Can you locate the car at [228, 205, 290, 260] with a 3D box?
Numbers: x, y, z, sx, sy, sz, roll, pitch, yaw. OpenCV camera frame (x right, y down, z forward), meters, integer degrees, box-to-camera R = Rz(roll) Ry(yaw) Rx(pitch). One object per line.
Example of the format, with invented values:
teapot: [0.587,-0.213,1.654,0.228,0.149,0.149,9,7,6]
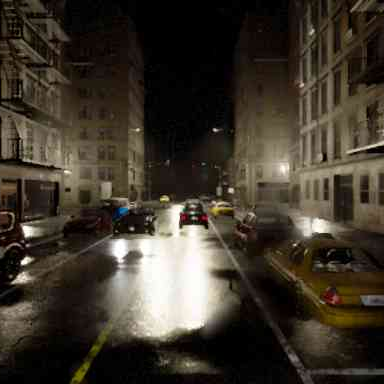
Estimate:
car: [2.656,1.430,12.327,1.967,1.590,4.097,0,0,0]

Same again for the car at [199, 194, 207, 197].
car: [2.617,1.504,60.828,2.008,1.369,4.403,0,0,0]

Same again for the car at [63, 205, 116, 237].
car: [-5.398,1.568,17.730,1.802,1.307,4.206,0,0,0]

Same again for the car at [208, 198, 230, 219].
car: [2.635,1.503,28.716,1.752,1.417,4.829,0,0,0]

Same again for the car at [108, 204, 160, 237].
car: [-2.851,1.550,17.727,1.994,1.385,4.181,0,0,0]

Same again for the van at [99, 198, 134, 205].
van: [-5.399,1.323,23.136,1.690,1.788,3.998,0,0,0]

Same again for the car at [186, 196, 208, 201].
car: [0.100,1.466,33.839,2.128,1.511,4.902,0,0,-2]

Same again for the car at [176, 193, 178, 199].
car: [-5.418,1.478,89.230,2.008,1.369,4.403,0,0,0]

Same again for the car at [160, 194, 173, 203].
car: [-5.410,1.475,66.335,1.752,1.417,4.829,0,0,0]

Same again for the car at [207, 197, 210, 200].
car: [2.628,1.525,33.952,2.008,1.369,4.403,0,0,0]

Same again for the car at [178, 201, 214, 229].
car: [0.091,1.530,21.348,2.033,1.411,5.357,0,0,0]

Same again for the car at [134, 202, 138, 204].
car: [-5.399,1.529,28.542,2.008,1.369,4.403,0,0,0]

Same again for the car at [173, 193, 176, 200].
car: [-5.414,1.505,77.868,1.947,1.339,4.313,0,0,0]

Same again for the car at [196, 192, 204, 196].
car: [2.609,1.373,83.555,1.967,1.590,4.097,0,0,0]

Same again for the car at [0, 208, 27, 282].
car: [-5.398,1.310,6.917,2.192,1.841,5.009,0,0,0]

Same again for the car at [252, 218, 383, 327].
car: [2.662,1.520,7.091,1.752,1.417,4.829,0,0,0]
